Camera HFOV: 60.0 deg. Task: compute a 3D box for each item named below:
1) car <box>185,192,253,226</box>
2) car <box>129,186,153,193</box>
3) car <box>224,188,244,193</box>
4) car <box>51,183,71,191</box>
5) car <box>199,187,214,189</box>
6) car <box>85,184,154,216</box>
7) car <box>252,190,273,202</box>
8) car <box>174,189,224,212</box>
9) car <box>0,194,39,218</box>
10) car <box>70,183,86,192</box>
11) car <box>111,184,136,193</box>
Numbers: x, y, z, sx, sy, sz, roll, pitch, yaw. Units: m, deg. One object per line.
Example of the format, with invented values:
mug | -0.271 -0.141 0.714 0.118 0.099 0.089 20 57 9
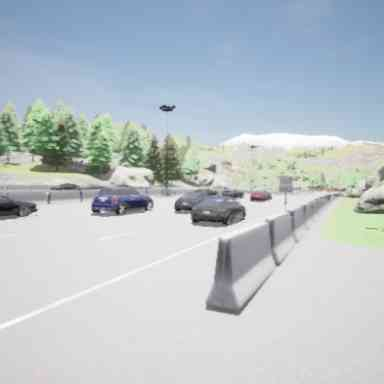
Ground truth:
car | 1.578 0.924 17.997 1.994 1.385 4.181 2 2 25
car | -9.213 -0.474 60.668 1.895 1.301 4.718 2 1 25
car | 5.290 0.246 42.058 2.128 1.511 4.902 2 1 25
car | -18.548 -0.562 49.230 1.837 1.490 4.892 2 1 26
car | 2.068 0.124 43.428 2.128 1.511 4.902 2 1 25
car | -4.380 0.466 21.740 2.097 1.767 4.553 2 3 25
car | 8.544 0.440 40.763 1.994 1.385 4.181 2 1 25
car | 0.426 0.705 23.709 1.994 1.385 4.181 2 2 25
car | -10.575 0.712 16.865 2.033 1.411 5.357 2 2 25
car | -14.776 -0.414 49.002 2.033 1.411 5.357 2 2 25
car | -12.607 -0.690 61.668 1.837 1.490 4.892 2 1 25
